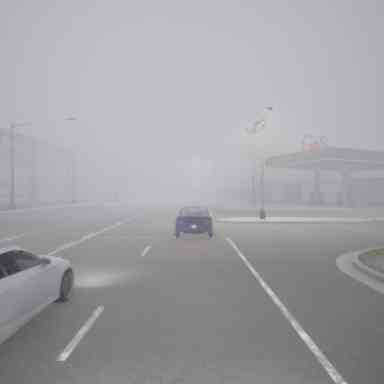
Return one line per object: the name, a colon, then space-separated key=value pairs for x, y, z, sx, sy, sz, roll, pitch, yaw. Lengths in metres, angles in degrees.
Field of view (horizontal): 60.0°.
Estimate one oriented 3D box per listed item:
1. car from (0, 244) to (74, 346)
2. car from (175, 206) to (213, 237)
car: x=-3.417 y=1.528 z=5.228 sx=1.812 sy=1.442 sz=4.674 roll=0 pitch=0 yaw=0
car: x=0.096 y=1.487 z=18.242 sx=1.882 sy=1.535 sz=5.008 roll=0 pitch=0 yaw=0
